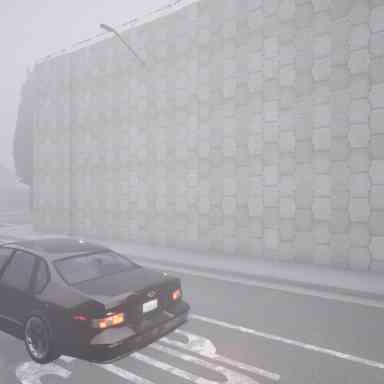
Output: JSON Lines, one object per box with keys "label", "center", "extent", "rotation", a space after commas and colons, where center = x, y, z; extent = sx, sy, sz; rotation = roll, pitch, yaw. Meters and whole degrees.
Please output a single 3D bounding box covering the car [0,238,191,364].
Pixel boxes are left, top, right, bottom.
{"label": "car", "center": [-2.602, 1.547, 5.834], "extent": [5.357, 1.411, 2.033], "rotation": [0, 0, 35]}
